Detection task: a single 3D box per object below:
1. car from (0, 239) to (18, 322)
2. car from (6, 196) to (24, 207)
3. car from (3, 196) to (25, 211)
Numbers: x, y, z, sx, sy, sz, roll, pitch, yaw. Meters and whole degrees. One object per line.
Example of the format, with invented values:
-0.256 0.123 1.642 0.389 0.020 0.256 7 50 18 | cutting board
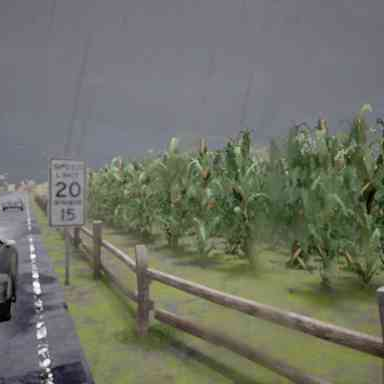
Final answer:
-4.582 1.500 6.588 1.994 1.385 4.181 0 0 -27 | car
-23.175 1.221 43.703 1.895 1.301 4.718 0 0 -27 | car
-18.687 1.242 34.871 2.033 1.411 5.357 0 0 -26 | car
